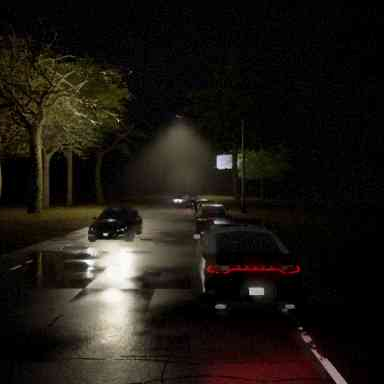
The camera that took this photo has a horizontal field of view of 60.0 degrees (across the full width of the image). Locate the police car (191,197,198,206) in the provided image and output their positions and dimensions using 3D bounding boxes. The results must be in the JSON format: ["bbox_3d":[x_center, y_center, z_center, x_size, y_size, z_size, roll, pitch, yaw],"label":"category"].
[{"bbox_3d":[1.107,1.420,24.044,1.930,1.638,5.238,0,0,0],"label":"police car"}]

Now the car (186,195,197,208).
[{"bbox_3d":[0.147,1.387,46.033,2.128,1.511,4.902,0,0,1],"label":"car"}]

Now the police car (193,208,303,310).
[{"bbox_3d":[1.069,1.425,8.046,1.930,1.638,5.238,0,0,0],"label":"police car"}]

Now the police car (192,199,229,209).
[{"bbox_3d":[1.093,1.425,18.046,1.930,1.638,5.238,0,0,0],"label":"police car"}]

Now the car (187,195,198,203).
[{"bbox_3d":[0.158,1.277,65.584,2.033,1.411,5.357,0,1,0],"label":"car"}]

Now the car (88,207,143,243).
[{"bbox_3d":[-3.560,1.504,16.134,1.837,1.490,4.892,0,0,0],"label":"car"}]

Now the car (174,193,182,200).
[{"bbox_3d":[-3.308,0.992,79.428,2.128,1.511,4.902,0,1,0],"label":"car"}]
